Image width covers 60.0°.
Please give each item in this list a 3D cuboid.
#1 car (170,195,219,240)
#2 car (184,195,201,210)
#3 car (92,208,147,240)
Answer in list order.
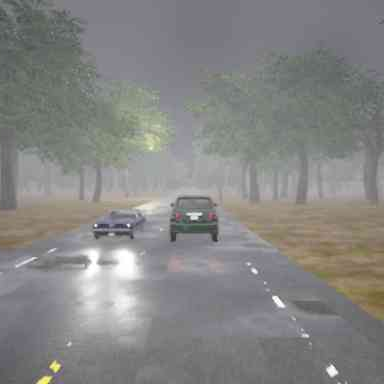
[{"bbox_3d":[0.093,1.133,16.483,2.150,2.045,5.566,0,0,0],"label":"car"},{"bbox_3d":[0.086,1.156,37.903,1.812,1.442,4.674,0,1,0],"label":"car"},{"bbox_3d":[-3.507,1.523,16.726,1.895,1.301,4.718,0,0,0],"label":"car"}]
